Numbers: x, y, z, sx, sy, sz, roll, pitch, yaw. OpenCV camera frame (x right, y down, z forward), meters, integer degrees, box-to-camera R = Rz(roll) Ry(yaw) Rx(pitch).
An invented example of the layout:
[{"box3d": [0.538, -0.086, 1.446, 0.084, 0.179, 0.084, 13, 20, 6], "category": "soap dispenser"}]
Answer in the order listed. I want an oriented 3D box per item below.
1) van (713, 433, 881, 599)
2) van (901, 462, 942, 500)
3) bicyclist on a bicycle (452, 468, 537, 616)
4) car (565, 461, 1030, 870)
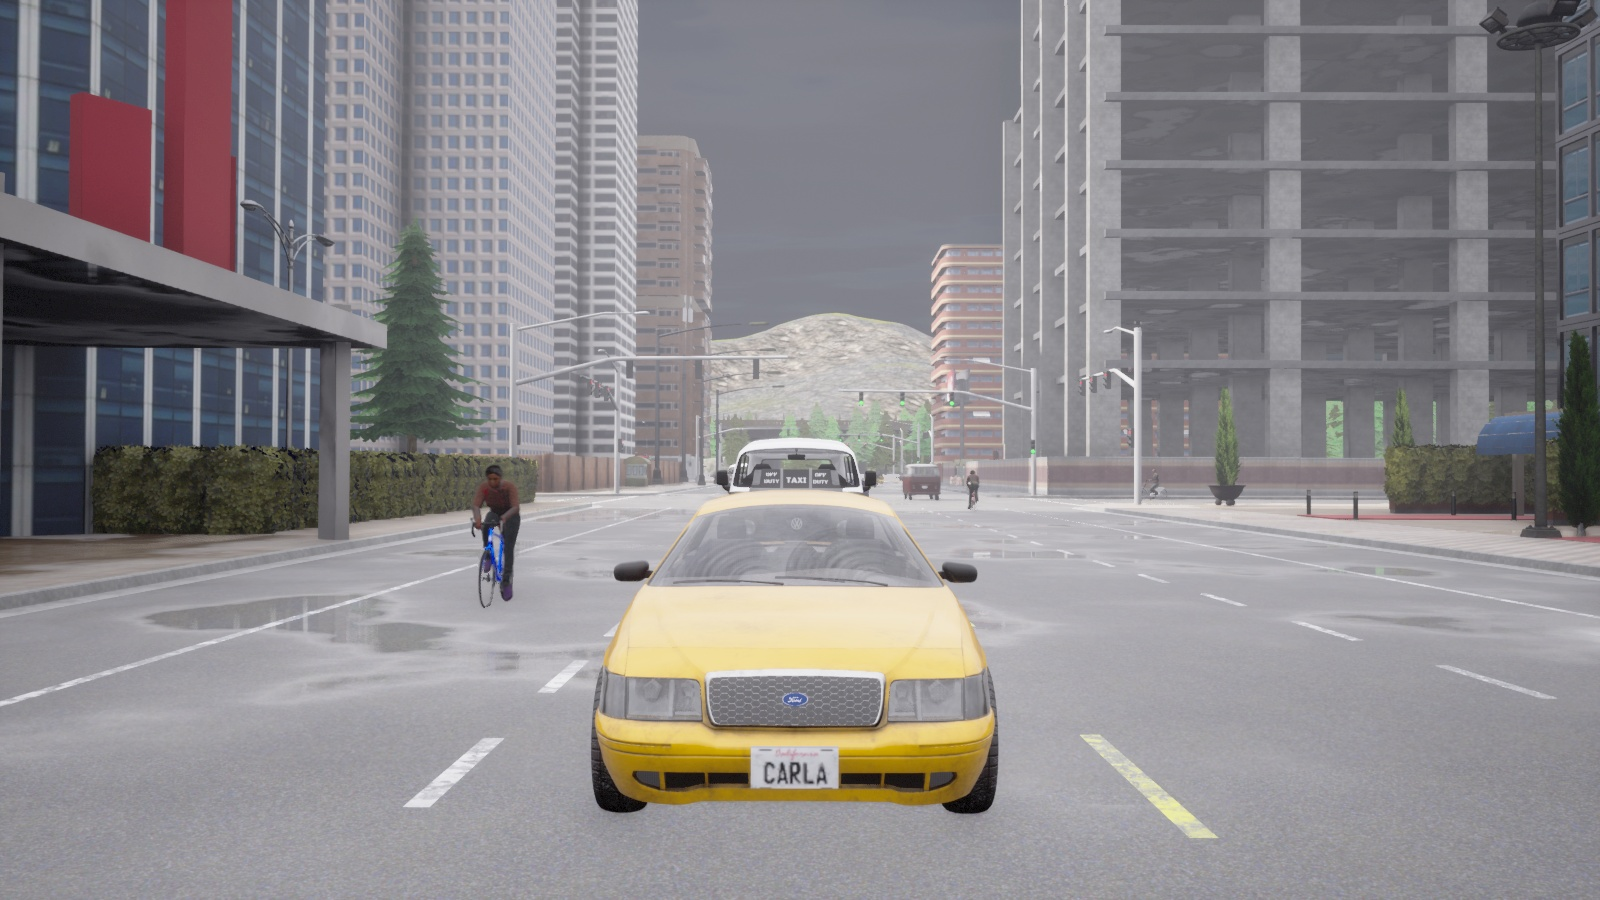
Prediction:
[{"box3d": [-0.046, 0.831, 17.764, 2.069, 2.038, 4.480, 0, 0, 0], "category": "van"}, {"box3d": [6.663, 1.702, 69.340, 1.775, 1.987, 4.442, 0, -1, -1], "category": "van"}, {"box3d": [-3.537, 1.027, 14.657, 0.582, 1.620, 1.656, 0, -1, 0], "category": "bicyclist on a bicycle"}, {"box3d": [-0.019, 0.880, 7.560, 1.801, 1.575, 5.366, 0, -1, 0], "category": "car"}]
